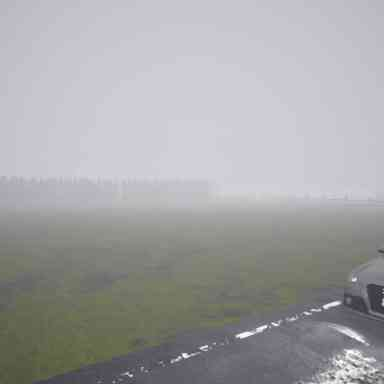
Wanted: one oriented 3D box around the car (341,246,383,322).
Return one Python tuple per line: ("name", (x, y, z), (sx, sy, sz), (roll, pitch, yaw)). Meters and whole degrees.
("car", (4.728, 1.564, 6.318), (4.181, 1.385, 1.994), (0, 0, -35))
